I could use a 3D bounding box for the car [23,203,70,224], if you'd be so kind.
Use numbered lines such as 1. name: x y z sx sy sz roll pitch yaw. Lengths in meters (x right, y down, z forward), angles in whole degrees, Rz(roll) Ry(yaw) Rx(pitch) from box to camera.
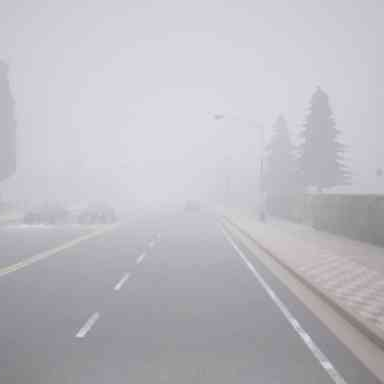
1. car: -10.484 1.514 24.207 1.994 1.385 4.181 0 0 1

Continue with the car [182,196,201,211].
1. car: 0.105 1.539 40.337 1.994 1.385 4.181 0 0 0

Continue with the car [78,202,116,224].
1. car: -6.974 1.486 24.885 1.812 1.442 4.674 0 0 1
